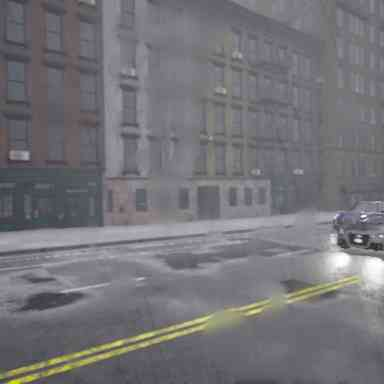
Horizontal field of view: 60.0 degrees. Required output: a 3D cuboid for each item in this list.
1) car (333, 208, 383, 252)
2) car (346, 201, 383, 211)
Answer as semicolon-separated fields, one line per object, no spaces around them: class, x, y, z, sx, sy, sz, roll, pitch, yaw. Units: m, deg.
car;7.602;1.557;13.110;4.181;1.385;1.994;0;0;-36
car;9.977;1.333;18.798;4.553;1.767;2.097;0;0;-36
